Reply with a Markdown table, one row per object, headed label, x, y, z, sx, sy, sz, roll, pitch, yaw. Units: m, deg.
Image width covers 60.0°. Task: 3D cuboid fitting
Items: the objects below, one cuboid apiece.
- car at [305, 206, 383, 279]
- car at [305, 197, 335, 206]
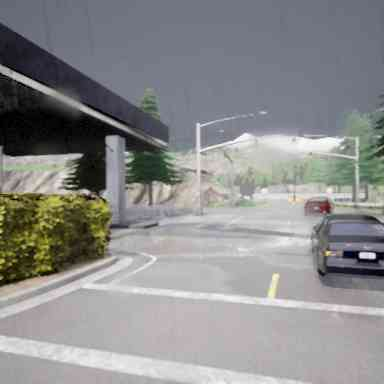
| label | x | y | z | sx | sy | sz | roll | pitch | yaw |
| --- | --- | --- | --- | --- | --- | --- | --- | --- | --- |
| car | 4.319 | 1.313 | 9.149 | 2.033 | 1.411 | 5.357 | 0 | 0 | 18 |
| car | 10.526 | 1.113 | 27.252 | 1.882 | 1.535 | 5.008 | -1 | -1 | 28 |
